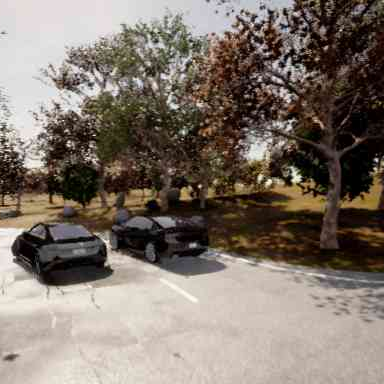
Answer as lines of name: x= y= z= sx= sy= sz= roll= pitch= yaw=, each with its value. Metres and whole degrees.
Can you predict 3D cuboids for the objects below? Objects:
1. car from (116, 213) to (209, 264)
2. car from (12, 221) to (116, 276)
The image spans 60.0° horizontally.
car: x=-1.411 y=1.514 z=12.334 sx=1.882 sy=1.535 sz=5.008 roll=0 pitch=0 yaw=-36
car: x=-4.419 y=1.642 z=10.897 sx=1.994 sy=1.385 sz=4.181 roll=-1 pitch=0 yaw=-39
